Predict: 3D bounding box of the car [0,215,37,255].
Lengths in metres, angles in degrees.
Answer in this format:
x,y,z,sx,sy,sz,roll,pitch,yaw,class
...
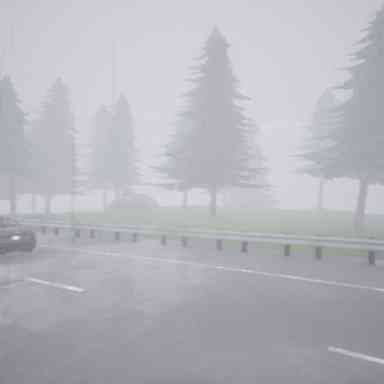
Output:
x,y,z,sx,sy,sz,roll,pitch,yaw,class
-7.685,1.519,12.088,4.181,1.385,1.994,0,0,27,car
